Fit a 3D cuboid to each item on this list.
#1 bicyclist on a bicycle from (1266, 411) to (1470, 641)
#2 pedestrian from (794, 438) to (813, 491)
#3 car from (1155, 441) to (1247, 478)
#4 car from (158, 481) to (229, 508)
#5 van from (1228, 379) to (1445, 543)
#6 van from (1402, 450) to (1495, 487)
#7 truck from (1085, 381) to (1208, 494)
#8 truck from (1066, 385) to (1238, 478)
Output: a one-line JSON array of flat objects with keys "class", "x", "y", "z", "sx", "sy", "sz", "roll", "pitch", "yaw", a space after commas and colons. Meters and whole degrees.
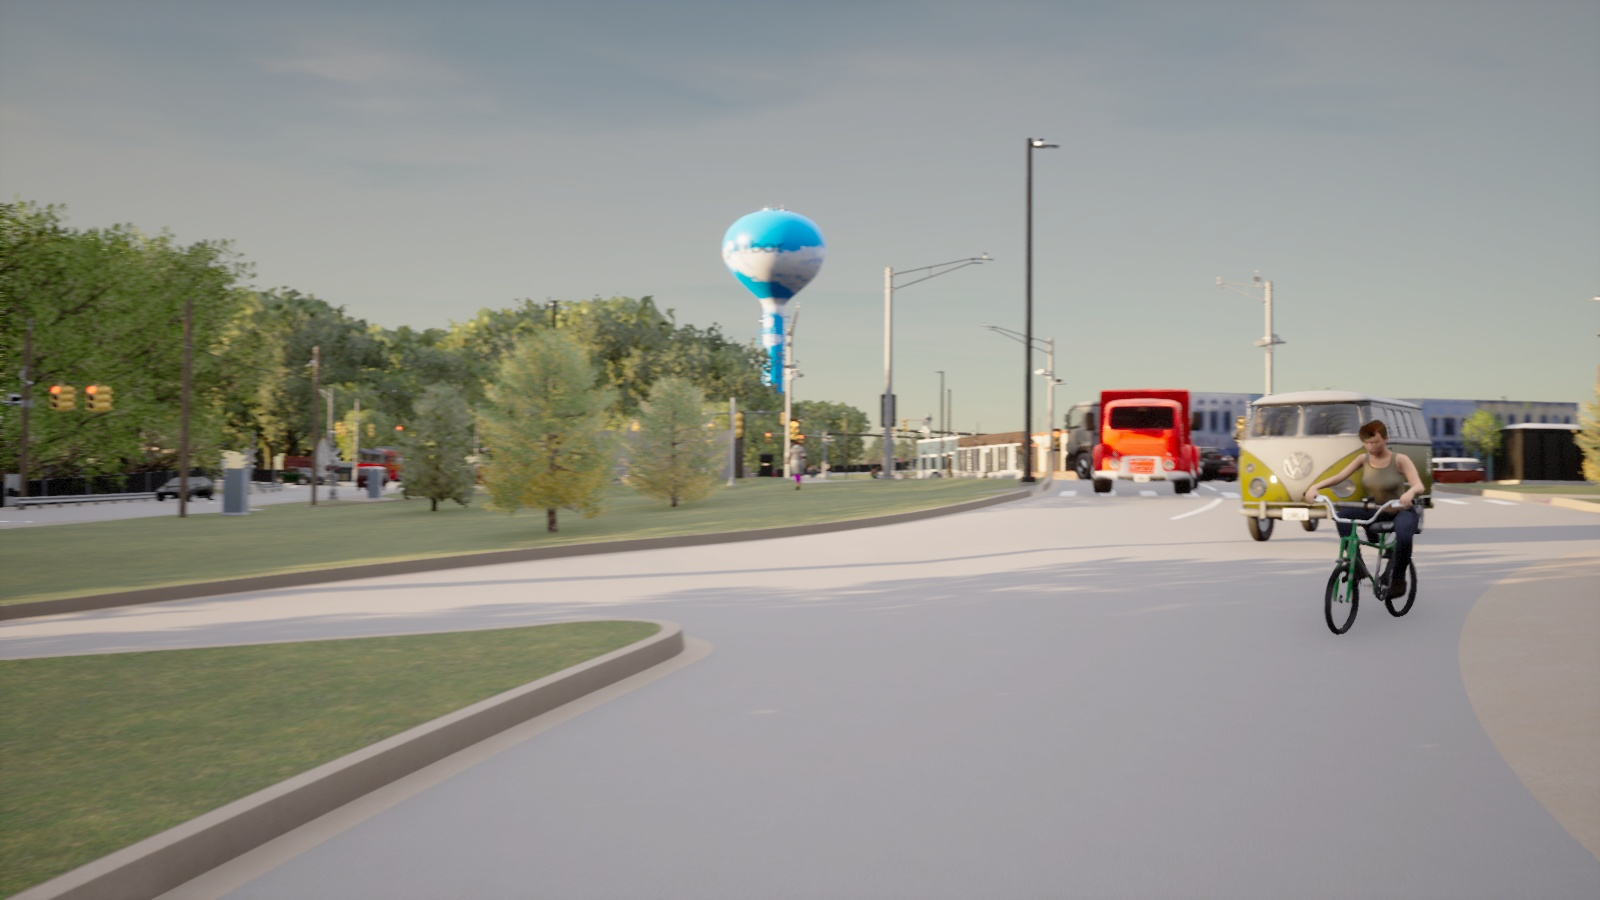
[{"class": "bicyclist on a bicycle", "x": 4.511, "y": 0.536, "z": 9.940, "sx": 1.509, "sy": 1.612, "sz": 0.866, "roll": -5, "pitch": 3, "yaw": -40}, {"class": "pedestrian", "x": 0.122, "y": 0.544, "z": 47.241, "sx": 0.659, "sy": 1.952, "sz": 0.873, "roll": 0, "pitch": -2, "yaw": -3}, {"class": "car", "x": 16.769, "y": 0.421, "z": 52.691, "sx": 1.970, "sy": 1.475, "sz": 3.806, "roll": 1, "pitch": -2, "yaw": -15}, {"class": "car", "x": -35.877, "y": 2.604, "z": 74.408, "sx": 2.163, "sy": 1.488, "sz": 4.792, "roll": 0, "pitch": -1, "yaw": -4}, {"class": "van", "x": 7.611, "y": 0.159, "z": 17.556, "sx": 1.775, "sy": 1.987, "sz": 4.442, "roll": -2, "pitch": -1, "yaw": 36}, {"class": "van", "x": 38.046, "y": 1.120, "z": 73.754, "sx": 4.480, "sy": 2.038, "sz": 2.069, "roll": 1, "pitch": -2, "yaw": -10}, {"class": "truck", "x": 8.433, "y": -0.300, "z": 30.331, "sx": 2.627, "sy": 2.467, "sz": 5.204, "roll": 0, "pitch": 1, "yaw": 17}, {"class": "truck", "x": 14.027, "y": -0.589, "z": 50.844, "sx": 2.891, "sy": 3.462, "sz": 7.936, "roll": 1, "pitch": -2, "yaw": -17}]
